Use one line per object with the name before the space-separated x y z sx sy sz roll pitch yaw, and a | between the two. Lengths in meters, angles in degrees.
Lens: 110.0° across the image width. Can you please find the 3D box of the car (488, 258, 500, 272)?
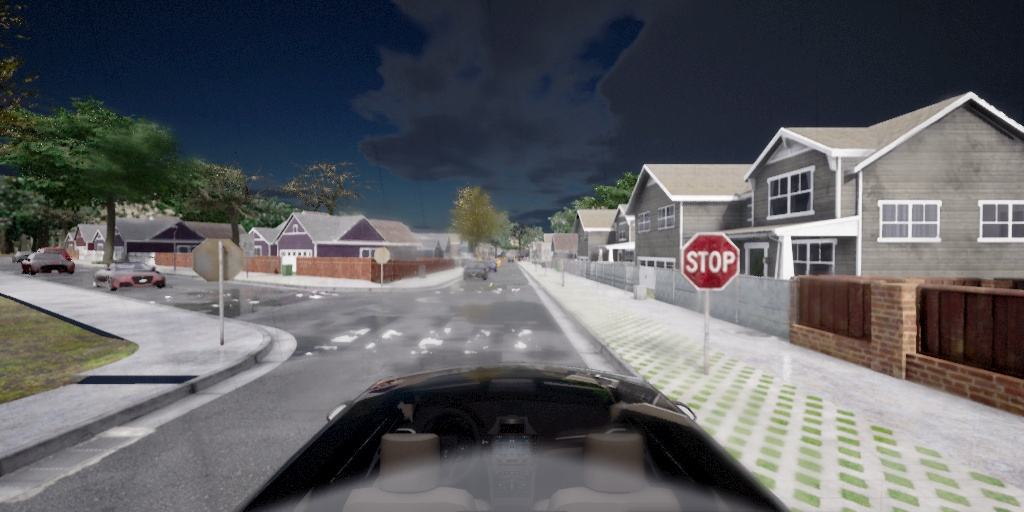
car | -2.963 1.104 44.641 2.097 1.767 4.553 0 0 -1

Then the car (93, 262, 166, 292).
car | -20.241 1.030 18.972 4.181 1.385 1.994 1 1 30

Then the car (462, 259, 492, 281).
car | -2.922 1.242 29.715 1.837 1.490 4.892 0 0 0

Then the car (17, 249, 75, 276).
car | -36.254 0.565 28.006 4.553 1.767 2.097 1 1 30
